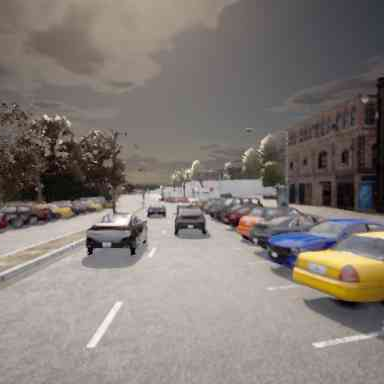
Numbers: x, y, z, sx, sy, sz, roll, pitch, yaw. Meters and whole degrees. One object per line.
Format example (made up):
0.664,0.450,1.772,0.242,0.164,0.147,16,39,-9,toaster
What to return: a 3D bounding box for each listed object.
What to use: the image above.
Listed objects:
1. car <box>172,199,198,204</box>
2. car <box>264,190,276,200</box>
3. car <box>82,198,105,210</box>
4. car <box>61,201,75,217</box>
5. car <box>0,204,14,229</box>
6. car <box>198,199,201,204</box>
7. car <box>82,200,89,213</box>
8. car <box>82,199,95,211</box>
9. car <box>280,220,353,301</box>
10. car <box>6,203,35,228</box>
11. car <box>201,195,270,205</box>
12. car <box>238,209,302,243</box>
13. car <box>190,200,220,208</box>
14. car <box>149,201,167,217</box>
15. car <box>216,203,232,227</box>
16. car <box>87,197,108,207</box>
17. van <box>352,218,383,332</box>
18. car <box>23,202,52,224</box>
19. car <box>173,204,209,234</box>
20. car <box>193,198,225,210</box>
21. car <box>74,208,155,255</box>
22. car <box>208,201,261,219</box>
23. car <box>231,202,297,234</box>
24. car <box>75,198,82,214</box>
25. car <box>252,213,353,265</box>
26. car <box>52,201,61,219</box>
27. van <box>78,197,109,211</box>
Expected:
-0.854,1.863,37.365,2.128,1.511,4.902,0,-1,-3,car
16.969,0.893,70.938,2.002,1.452,4.674,-6,3,-30,car
-14.739,1.956,43.773,5.366,1.575,1.946,-1,-1,-24,car
-14.320,1.837,31.797,5.366,1.575,1.946,-1,0,-23,car
-13.707,1.745,20.019,4.792,1.488,2.163,-1,0,-21,car
3.647,1.919,40.712,4.674,1.452,2.002,1,0,-24,car
-14.487,1.939,37.784,4.674,1.452,2.002,-1,0,-23,car
-14.687,1.970,40.738,4.674,1.452,2.002,-1,0,-24,car
4.914,1.558,7.585,5.366,1.575,1.946,1,-1,-20,car
-13.741,1.775,23.013,4.792,1.488,2.163,-1,-1,-22,car
4.134,1.539,31.651,5.566,2.045,2.435,1,0,-23,car
4.677,1.617,13.546,4.892,1.521,2.231,1,-1,-21,car
2.327,2.090,58.747,4.792,1.488,2.163,1,-1,-26,car
-3.787,1.968,36.294,1.895,1.301,4.718,0,-1,-3,car
4.496,1.703,22.611,5.008,1.535,2.097,1,-1,-22,car
-15.357,1.896,49.609,4.553,1.767,2.185,-1,0,-25,car
4.647,1.300,4.460,4.442,1.987,1.878,1,0,-20,van
-13.871,1.776,25.956,5.008,1.535,2.097,-1,0,-22,car
-0.147,1.715,21.046,1.837,1.490,4.892,0,-1,-1,car
2.746,1.871,52.773,4.553,1.767,2.185,1,0,-25,car
-2.999,1.634,13.990,2.128,1.511,4.902,0,-1,-1,car
4.295,1.762,28.645,5.008,1.535,2.097,1,0,-23,car
4.619,1.520,16.566,4.553,1.767,2.185,1,-1,-21,car
-14.284,1.743,34.840,4.553,1.767,2.185,-1,0,-23,car
4.731,1.587,10.528,5.008,1.535,2.097,1,0,-21,car
-14.038,1.682,28.908,4.553,1.767,2.185,-1,-1,-22,car
-15.552,1.826,52.598,4.442,1.987,1.878,-1,-1,-25,van
